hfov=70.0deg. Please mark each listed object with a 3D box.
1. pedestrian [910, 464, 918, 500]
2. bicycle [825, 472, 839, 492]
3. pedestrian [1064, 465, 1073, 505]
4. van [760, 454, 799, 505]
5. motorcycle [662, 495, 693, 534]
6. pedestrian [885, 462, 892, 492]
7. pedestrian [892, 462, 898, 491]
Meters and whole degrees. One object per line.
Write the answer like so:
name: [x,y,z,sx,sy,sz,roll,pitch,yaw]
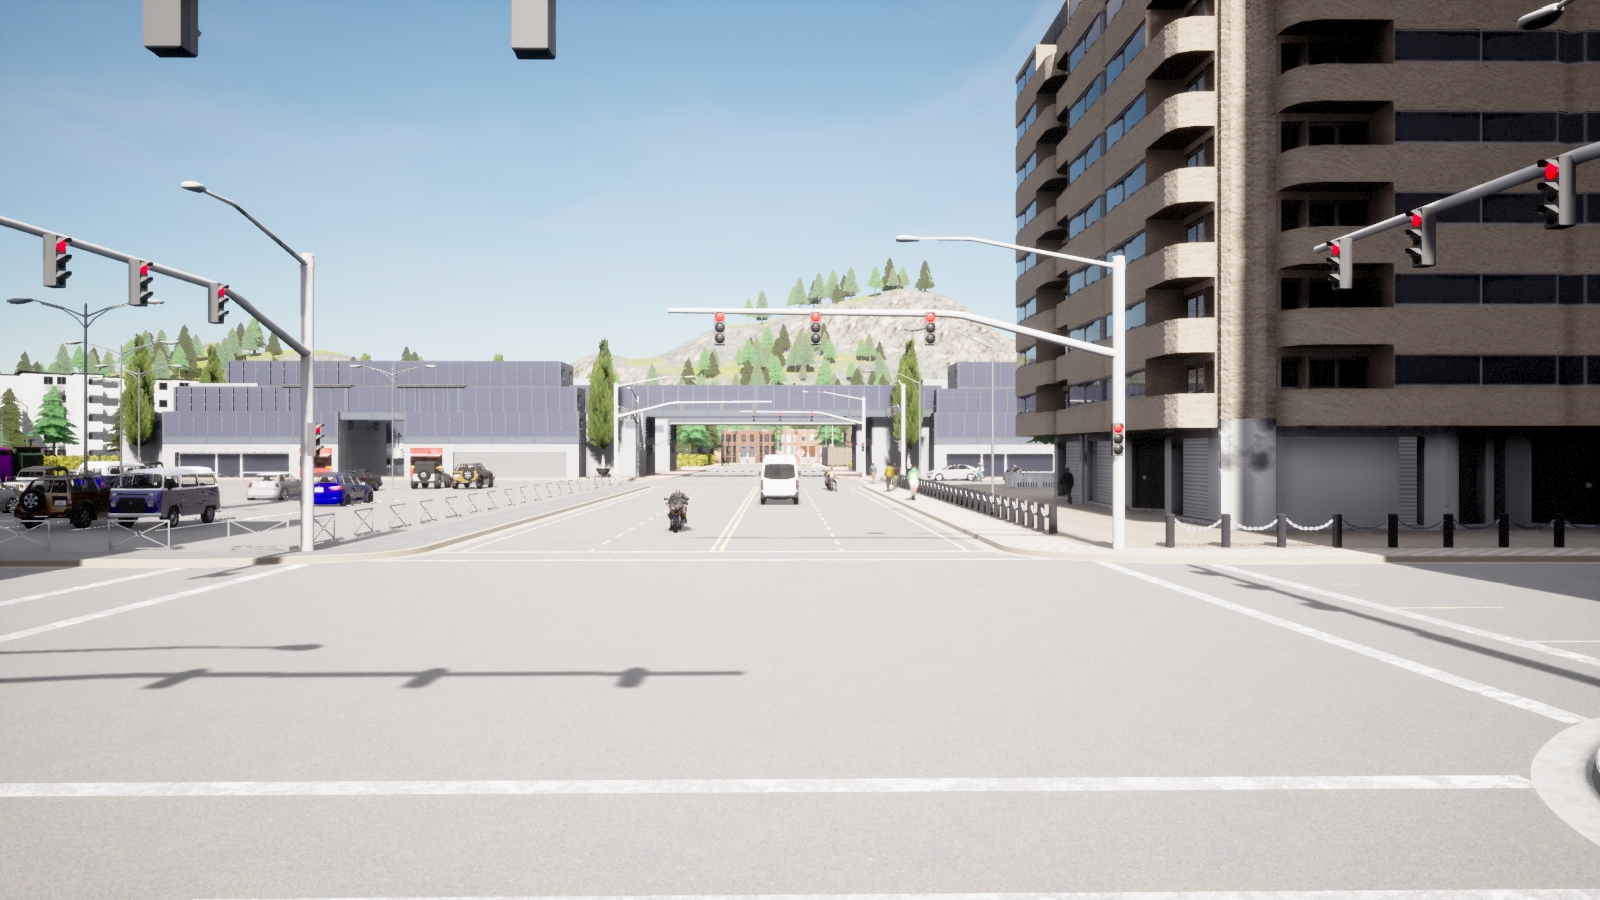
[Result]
pedestrian: [6.006,1.695,60.222,0.375,1.860,0.375,0,0,9]
bicycle: [2.134,2.158,77.288,0.859,1.276,1.487,0,0,-1]
pedestrian: [12.742,1.663,54.231,0.375,1.860,0.375,0,0,-1]
van: [-1.090,1.535,61.430,1.988,2.561,5.915,0,0,-1]
motorcycle: [-4.213,2.205,39.441,0.867,1.251,2.209,0,0,-1]
pedestrian: [5.573,1.695,72.092,0.375,1.860,0.375,0,0,-1]
pedestrian: [6.163,1.697,73.931,0.375,1.860,0.375,0,0,-2]
